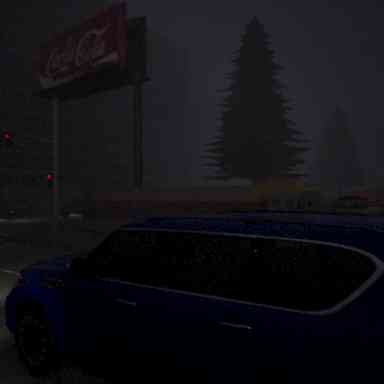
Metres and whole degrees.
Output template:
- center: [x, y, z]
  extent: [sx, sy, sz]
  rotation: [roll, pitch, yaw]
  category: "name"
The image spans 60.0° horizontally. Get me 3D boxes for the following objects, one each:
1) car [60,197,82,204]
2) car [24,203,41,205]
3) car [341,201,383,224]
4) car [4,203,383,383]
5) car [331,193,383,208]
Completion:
- center: [-12.385, 1.591, 35.065]
  extent: [2.150, 2.045, 5.566]
  rotation: [-1, -1, 35]
  category: "car"
- center: [-16.997, 1.937, 34.590]
  extent: [1.812, 1.442, 4.674]
  rotation: [-1, 0, 35]
  category: "car"
- center: [12.723, 1.373, 22.909]
  extent: [4.193, 1.474, 1.816]
  rotation: [-1, 0, 35]
  category: "car"
- center: [0.068, 1.250, 3.945]
  extent: [5.566, 2.045, 2.150]
  rotation: [0, 0, 36]
  category: "car"
- center: [10.783, 1.188, 20.851]
  extent: [3.866, 1.878, 1.905]
  rotation: [-1, 0, 35]
  category: "car"
